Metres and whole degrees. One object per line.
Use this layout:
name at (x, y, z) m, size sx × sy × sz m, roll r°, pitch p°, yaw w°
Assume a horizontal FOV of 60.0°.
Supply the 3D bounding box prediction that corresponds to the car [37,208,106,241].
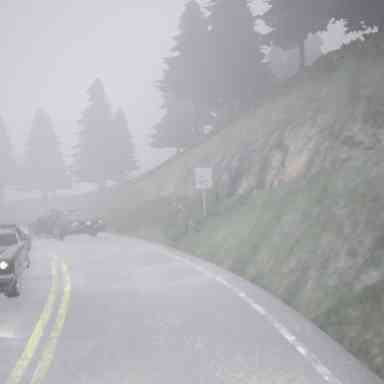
car at (-6.280, 1.485, 16.330) m, size 2.033 × 1.411 × 5.357 m, roll -1°, pitch -1°, yaw -44°

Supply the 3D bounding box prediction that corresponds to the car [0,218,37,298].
car at (-4.746, 1.423, 7.480) m, size 1.895 × 1.301 × 4.718 m, roll -2°, pitch 0°, yaw -23°

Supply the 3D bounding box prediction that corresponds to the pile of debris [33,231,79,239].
pile of debris at (-6.773, 2.137, 16.577) m, size 1.860 × 0.140 × 1.500 m, roll -3°, pitch -1°, yaw 44°
